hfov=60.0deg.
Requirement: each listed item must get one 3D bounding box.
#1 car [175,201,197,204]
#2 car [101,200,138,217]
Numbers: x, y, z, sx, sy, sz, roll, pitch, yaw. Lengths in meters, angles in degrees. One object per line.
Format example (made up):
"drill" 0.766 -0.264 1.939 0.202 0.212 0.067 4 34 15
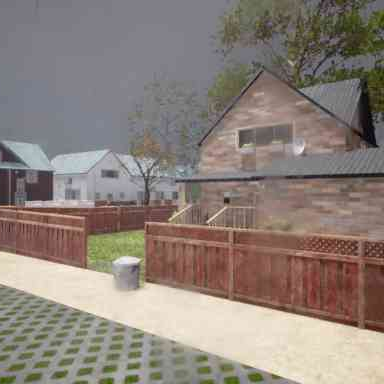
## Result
"car" -1.000 1.807 39.172 2.128 1.511 4.902 0 0 37
"car" -6.970 1.574 31.203 2.097 1.767 4.553 0 -1 37
